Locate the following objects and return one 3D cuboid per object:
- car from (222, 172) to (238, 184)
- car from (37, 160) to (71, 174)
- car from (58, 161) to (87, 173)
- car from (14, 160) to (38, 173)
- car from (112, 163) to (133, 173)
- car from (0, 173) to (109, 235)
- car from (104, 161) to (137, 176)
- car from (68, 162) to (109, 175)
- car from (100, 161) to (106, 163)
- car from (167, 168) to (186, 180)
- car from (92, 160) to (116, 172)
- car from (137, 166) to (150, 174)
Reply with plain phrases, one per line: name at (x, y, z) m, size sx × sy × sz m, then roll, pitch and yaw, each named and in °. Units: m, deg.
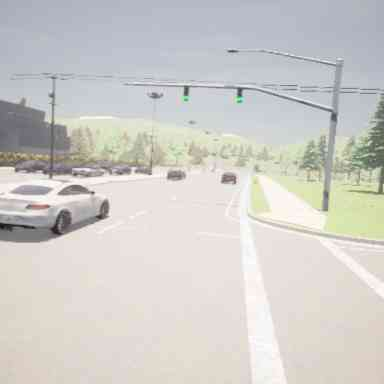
car at (5.091, -1.967, 44.529) m, size 1.882 × 1.535 × 5.008 m, roll 5°, pitch 5°, yaw 10°
car at (-14.994, -2.633, 37.659) m, size 1.994 × 1.385 × 4.181 m, roll 5°, pitch 5°, yaw 10°
car at (-16.850, -3.544, 47.034) m, size 1.994 × 1.385 × 4.181 m, roll 5°, pitch 5°, yaw 10°
car at (-18.385, -2.966, 38.494) m, size 1.812 × 1.442 × 4.674 m, roll 5°, pitch 5°, yaw 10°
car at (-11.652, -4.007, 56.196) m, size 1.812 × 1.442 × 4.674 m, roll 5°, pitch 5°, yaw 10°
car at (-4.211, 0.321, 10.526) m, size 1.812 × 1.442 × 4.674 m, roll 4°, pitch 5°, yaw 8°
car at (-9.887, -3.093, 46.296) m, size 2.128 × 1.511 × 4.902 m, roll 5°, pitch 5°, yaw 10°
car at (-11.511, -2.338, 37.333) m, size 1.895 × 1.301 × 4.718 m, roll 5°, pitch 5°, yaw 10°
car at (-13.409, -3.351, 46.417) m, size 1.882 × 1.535 × 5.008 m, roll 5°, pitch 5°, yaw 10°
car at (-2.016, -2.417, 44.445) m, size 2.128 × 1.511 × 4.902 m, roll 5°, pitch 5°, yaw 10°
car at (-15.039, -4.473, 56.998) m, size 2.097 × 1.767 × 4.553 m, roll 5°, pitch 5°, yaw 10°
car at (-8.128, -3.727, 56.095) m, size 1.994 × 1.385 × 4.181 m, roll 5°, pitch 5°, yaw 10°
